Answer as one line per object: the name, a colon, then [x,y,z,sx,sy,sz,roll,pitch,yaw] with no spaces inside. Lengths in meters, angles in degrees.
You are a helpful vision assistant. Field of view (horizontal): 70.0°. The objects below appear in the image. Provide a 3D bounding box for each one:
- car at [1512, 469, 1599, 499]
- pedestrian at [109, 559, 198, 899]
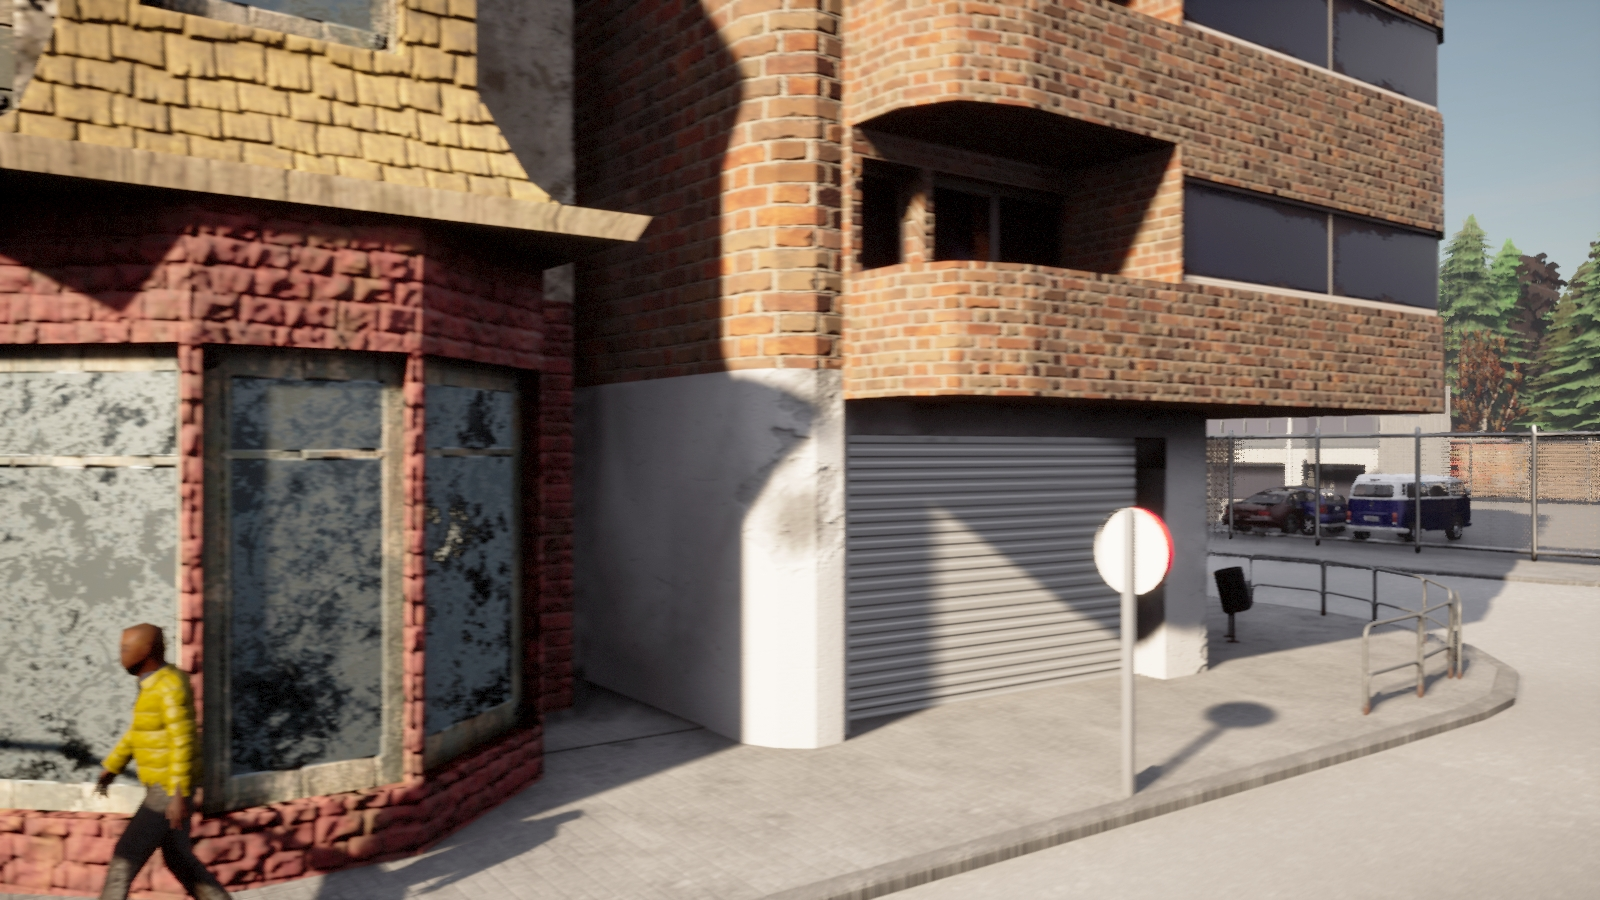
car: [41.679,1.843,61.881,2.163,1.488,4.792,0,0,-35]
pedestrian: [-3.364,1.523,5.945,0.375,1.860,0.375,0,0,-34]
